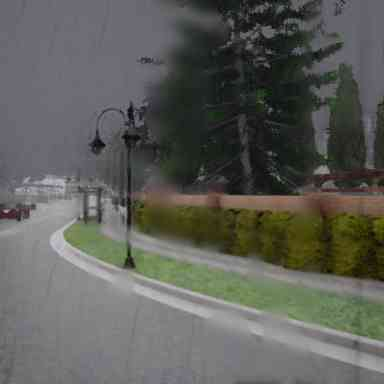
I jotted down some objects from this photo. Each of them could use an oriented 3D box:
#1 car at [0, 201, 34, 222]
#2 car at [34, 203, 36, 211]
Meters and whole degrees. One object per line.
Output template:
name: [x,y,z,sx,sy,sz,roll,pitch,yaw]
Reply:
car: [-16.265,1.734,30.287,2.097,1.767,4.553,0,-1,-15]
car: [-25.320,2.182,51.099,1.882,1.535,5.008,0,-1,-14]
